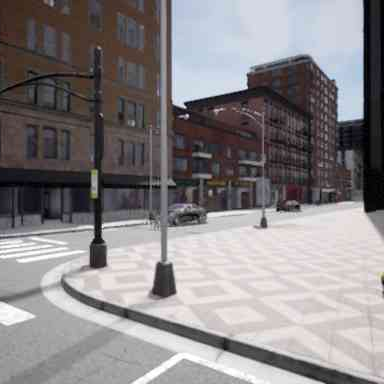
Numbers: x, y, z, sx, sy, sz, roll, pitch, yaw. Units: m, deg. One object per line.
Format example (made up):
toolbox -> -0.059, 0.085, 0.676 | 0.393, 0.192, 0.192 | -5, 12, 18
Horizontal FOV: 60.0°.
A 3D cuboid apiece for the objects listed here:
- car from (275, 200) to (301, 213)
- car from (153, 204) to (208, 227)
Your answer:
car -> 12.135, 1.764, 41.832 | 1.882, 1.535, 5.008 | 0, -1, 36
car -> -0.761, 1.597, 23.968 | 2.128, 1.511, 4.902 | 0, -1, 36
